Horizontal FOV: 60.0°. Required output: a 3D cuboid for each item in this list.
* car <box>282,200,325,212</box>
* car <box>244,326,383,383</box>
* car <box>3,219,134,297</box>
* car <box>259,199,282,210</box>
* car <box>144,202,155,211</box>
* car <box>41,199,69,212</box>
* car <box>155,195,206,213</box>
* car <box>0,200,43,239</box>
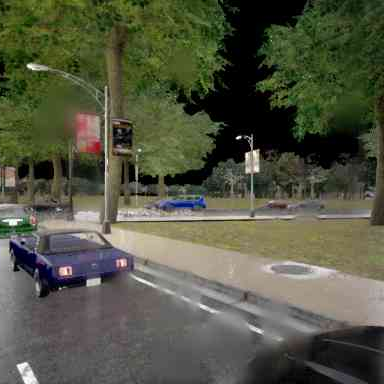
[{"bbox_3d":[14.785,1.736,43.106,4.902,1.511,2.128,0,0,-14],"label":"car"},{"bbox_3d":[2.352,1.478,1.244,1.882,1.535,5.008,0,0,-38],"label":"car"},{"bbox_3d":[-3.419,1.601,8.719,1.895,1.301,4.718,0,0,-38],"label":"car"},{"bbox_3d":[11.479,1.754,45.617,4.674,1.442,1.812,0,0,-14],"label":"car"},{"bbox_3d":[-3.490,1.630,41.791,4.902,1.511,2.128,0,0,-14],"label":"car"},{"bbox_3d":[-16.827,1.568,38.412,4.892,1.490,1.837,1,0,-14],"label":"car"},{"bbox_3d":[-1.067,1.372,39.058,5.566,2.045,2.150,1,0,-14],"label":"car"},{"bbox_3d":[-8.909,1.352,15.837,2.097,1.767,4.553,0,0,-38],"label":"car"}]
